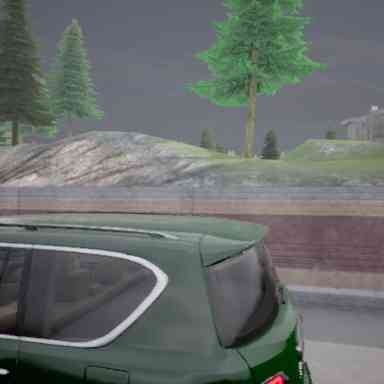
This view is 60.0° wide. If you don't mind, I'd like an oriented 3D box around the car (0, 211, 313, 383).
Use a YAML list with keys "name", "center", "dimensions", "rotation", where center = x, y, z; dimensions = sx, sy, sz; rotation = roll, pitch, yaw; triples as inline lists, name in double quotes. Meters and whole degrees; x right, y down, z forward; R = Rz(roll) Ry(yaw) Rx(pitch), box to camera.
- name: "car"
  center: [-1.808, 1.221, 3.123]
  dimensions: [5.566, 2.045, 2.150]
  rotation: [0, 0, 17]
